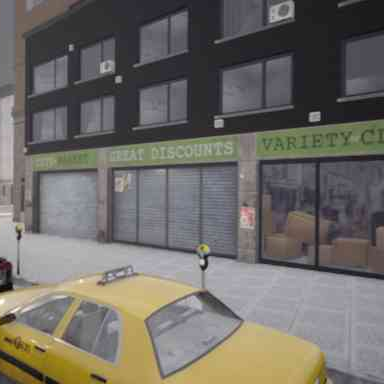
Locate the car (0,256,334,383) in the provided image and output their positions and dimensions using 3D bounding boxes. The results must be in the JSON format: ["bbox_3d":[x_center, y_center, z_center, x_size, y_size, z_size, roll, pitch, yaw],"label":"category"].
[{"bbox_3d":[-1.018,1.526,3.809,4.829,1.417,1.752,0,1,35],"label":"car"}]
